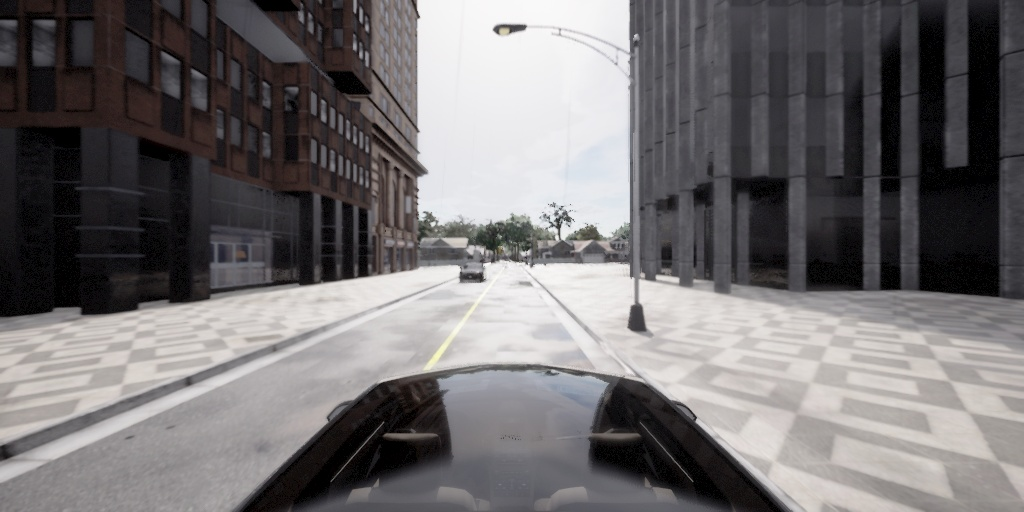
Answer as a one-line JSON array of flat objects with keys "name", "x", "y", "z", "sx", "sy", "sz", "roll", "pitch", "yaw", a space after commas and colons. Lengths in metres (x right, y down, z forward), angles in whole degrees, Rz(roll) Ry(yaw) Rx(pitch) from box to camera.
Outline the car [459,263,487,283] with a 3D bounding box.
[{"name": "car", "x": -3.098, "y": 1.279, "z": 29.068, "sx": 1.882, "sy": 1.535, "sz": 5.008, "roll": 0, "pitch": 0, "yaw": 0}]
